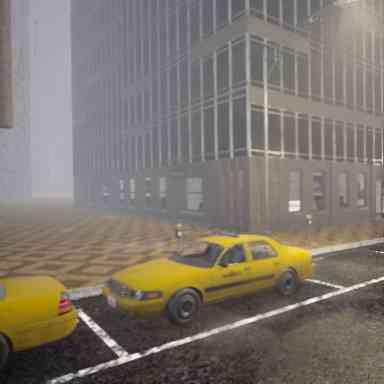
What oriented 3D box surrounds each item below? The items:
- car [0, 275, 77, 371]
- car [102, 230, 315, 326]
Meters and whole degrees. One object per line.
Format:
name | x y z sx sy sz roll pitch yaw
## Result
car | -3.896 1.526 3.795 4.829 1.417 1.752 0 -1 -35
car | 0.609 1.523 7.009 4.829 1.417 1.752 0 -1 -35
